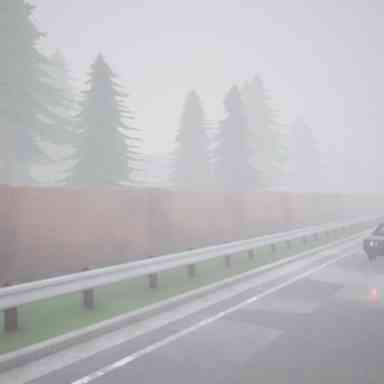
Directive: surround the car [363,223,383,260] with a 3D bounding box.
[{"bbox_3d":[7.943,1.777,12.393,1.895,1.301,4.718,-1,-1,40],"label":"car"}]
